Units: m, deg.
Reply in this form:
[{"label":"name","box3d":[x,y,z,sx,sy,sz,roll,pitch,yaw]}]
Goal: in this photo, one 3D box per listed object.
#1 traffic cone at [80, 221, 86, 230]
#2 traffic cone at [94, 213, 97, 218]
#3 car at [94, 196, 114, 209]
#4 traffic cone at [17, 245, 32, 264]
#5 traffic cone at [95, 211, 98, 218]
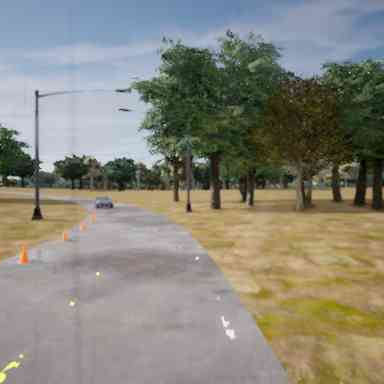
[{"label":"traffic cone","box3d":[-6.740,2.045,20.566,0.340,0.580,0.340,0,0,-10]},{"label":"traffic cone","box3d":[-7.647,2.043,25.377,0.340,0.580,0.340,0,0,-12]},{"label":"car","box3d":[-11.898,1.292,44.538,2.097,1.767,4.553,0,1,-21]},{"label":"traffic cone","box3d":[-5.473,2.013,10.854,0.340,0.580,0.340,0,0,-5]},{"label":"traffic cone","box3d":[-8.735,2.027,30.152,0.340,0.580,0.340,0,0,-14]}]
